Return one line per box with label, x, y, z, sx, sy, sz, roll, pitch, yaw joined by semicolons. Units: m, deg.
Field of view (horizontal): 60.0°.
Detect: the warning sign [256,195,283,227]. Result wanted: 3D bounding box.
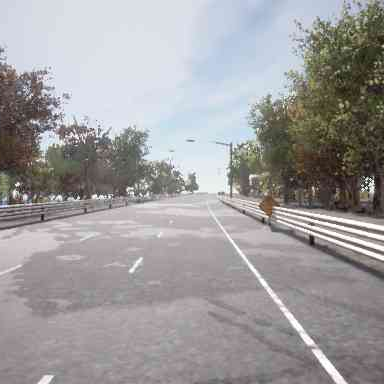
warning sign;4.647;1.110;20.055;1.300;1.860;1.060;-1;-1;1
